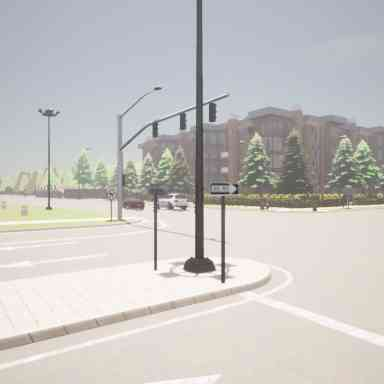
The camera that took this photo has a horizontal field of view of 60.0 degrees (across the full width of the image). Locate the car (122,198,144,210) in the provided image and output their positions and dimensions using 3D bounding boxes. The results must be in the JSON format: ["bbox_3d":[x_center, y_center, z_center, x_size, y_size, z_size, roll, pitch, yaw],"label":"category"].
[{"bbox_3d":[-8.003,1.479,43.302,1.882,1.535,5.008,0,0,-36],"label":"car"}]

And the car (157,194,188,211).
[{"bbox_3d":[-2.724,1.225,41.985,2.150,2.045,5.566,0,0,-36],"label":"car"}]
